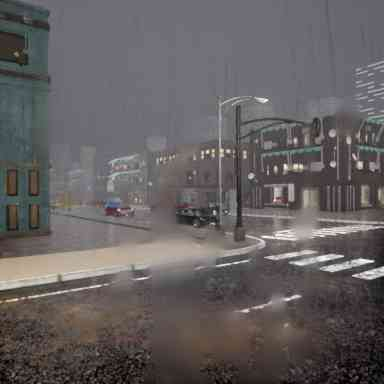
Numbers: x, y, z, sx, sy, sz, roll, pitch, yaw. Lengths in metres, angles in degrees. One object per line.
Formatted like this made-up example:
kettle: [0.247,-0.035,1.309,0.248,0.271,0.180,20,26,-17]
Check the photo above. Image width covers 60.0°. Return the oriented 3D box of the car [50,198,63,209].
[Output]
car: [-23.677,2.232,57.983,1.752,1.417,4.829,-1,0,-35]

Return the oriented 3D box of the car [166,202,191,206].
car: [-0.945,1.903,40.377,1.802,1.307,4.206,-2,0,-35]

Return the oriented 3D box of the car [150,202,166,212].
car: [-4.142,1.966,44.894,1.802,1.307,4.206,-1,0,-35]

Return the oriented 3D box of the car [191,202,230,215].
car: [2.252,1.809,35.859,2.008,1.369,4.403,-2,0,-35]

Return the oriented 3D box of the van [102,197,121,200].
van: [-13.743,1.906,58.447,1.690,1.788,3.998,-1,0,-35]

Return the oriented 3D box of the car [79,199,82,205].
car: [-26.530,2.363,76.519,1.947,1.339,4.313,-1,0,-35]

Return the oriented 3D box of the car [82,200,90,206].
car: [-20.134,2.227,67.483,1.887,1.381,4.507,-1,0,-35]

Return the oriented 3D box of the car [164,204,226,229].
car: [0.134,1.814,24.137,1.947,1.339,4.313,-1,0,-35]

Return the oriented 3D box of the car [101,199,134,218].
car: [-7.787,1.846,35.533,1.967,1.590,4.097,-1,0,-35]

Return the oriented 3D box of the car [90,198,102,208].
car: [-16.942,1.939,62.965,2.192,1.841,5.009,-1,0,-35]
